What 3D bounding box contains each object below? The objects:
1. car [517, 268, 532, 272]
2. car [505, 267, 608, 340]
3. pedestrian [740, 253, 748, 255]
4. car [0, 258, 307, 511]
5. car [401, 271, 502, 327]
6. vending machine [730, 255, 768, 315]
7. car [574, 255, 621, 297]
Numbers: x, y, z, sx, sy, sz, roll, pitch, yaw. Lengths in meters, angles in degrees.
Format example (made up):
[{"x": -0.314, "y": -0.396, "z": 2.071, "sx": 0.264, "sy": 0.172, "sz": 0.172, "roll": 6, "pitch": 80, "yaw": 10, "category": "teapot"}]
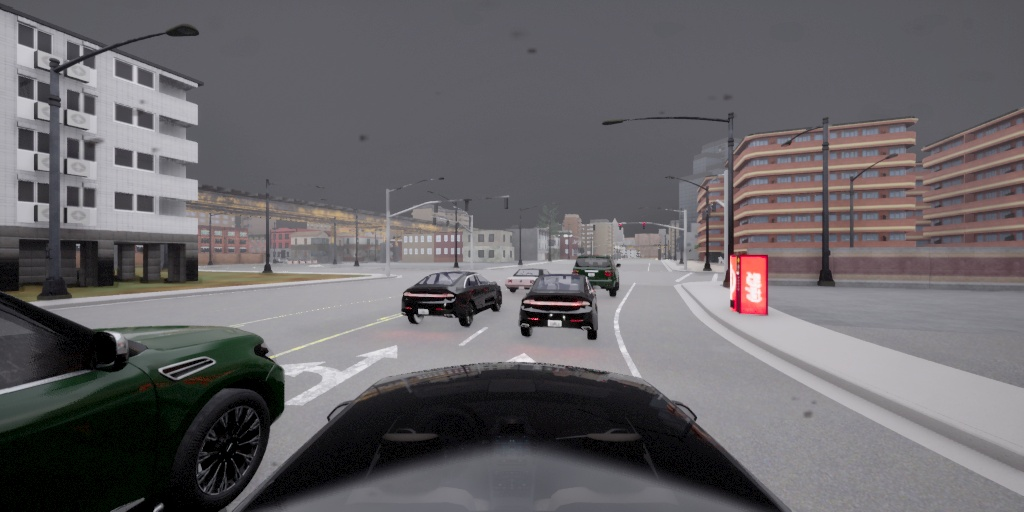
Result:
[{"x": 1.301, "y": 1.351, "z": 20.527, "sx": 1.895, "sy": 1.301, "sz": 4.718, "roll": 0, "pitch": 0, "yaw": 21, "category": "car"}, {"x": 1.448, "y": 1.242, "z": 10.108, "sx": 2.128, "sy": 1.511, "sz": 4.902, "roll": 0, "pitch": 0, "yaw": 13, "category": "car"}, {"x": 8.059, "y": 0.795, "z": 12.472, "sx": 0.375, "sy": 1.860, "sz": 0.375, "roll": 0, "pitch": 0, "yaw": 21, "category": "pedestrian"}, {"x": -3.292, "y": 0.971, "z": 1.133, "sx": 2.150, "sy": 2.045, "sz": 5.566, "roll": 0, "pitch": 0, "yaw": 0, "category": "car"}, {"x": -1.710, "y": 1.242, "z": 11.714, "sx": 2.128, "sy": 1.511, "sz": 4.902, "roll": 0, "pitch": 0, "yaw": 14, "category": "car"}, {"x": 7.825, "y": 0.945, "z": 11.853, "sx": 1.100, "sy": 2.100, "sz": 0.880, "roll": 0, "pitch": 0, "yaw": 20, "category": "vending machine"}, {"x": 4.578, "y": 0.971, "z": 19.347, "sx": 2.150, "sy": 2.045, "sz": 5.566, "roll": 0, "pitch": 0, "yaw": 19, "category": "car"}]
